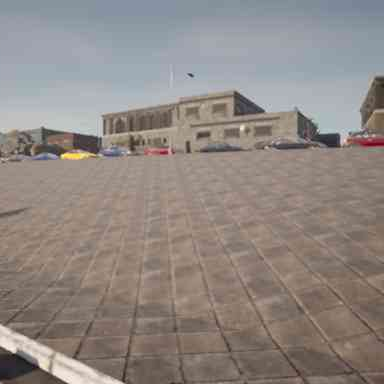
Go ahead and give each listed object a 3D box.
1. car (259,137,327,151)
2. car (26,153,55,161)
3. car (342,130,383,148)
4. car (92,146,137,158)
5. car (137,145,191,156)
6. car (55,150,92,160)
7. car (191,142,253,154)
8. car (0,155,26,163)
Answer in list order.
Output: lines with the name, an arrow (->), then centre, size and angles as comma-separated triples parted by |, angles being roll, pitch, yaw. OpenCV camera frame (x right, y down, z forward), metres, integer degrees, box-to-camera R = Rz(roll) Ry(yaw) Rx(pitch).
car -> 7.540, -3.337, 24.952 | 4.892, 1.521, 2.231 | 1, 1, 27
car -> -16.617, -3.750, 38.561 | 4.674, 1.452, 2.002 | 1, 1, 33
car -> 12.620, -3.352, 22.509 | 4.553, 1.767, 2.185 | 1, 1, 26
car -> -7.150, -3.736, 32.817 | 4.553, 1.767, 2.185 | 1, 1, 31
car -> -2.157, -3.488, 30.017 | 4.792, 1.488, 2.163 | 1, 1, 29
car -> -11.904, -3.700, 35.633 | 5.008, 1.535, 2.097 | 1, 1, 32
car -> 2.707, -3.388, 27.410 | 4.674, 1.452, 2.002 | 1, 1, 28
car -> -21.264, -3.875, 41.590 | 4.892, 1.521, 2.231 | 1, 1, 34
